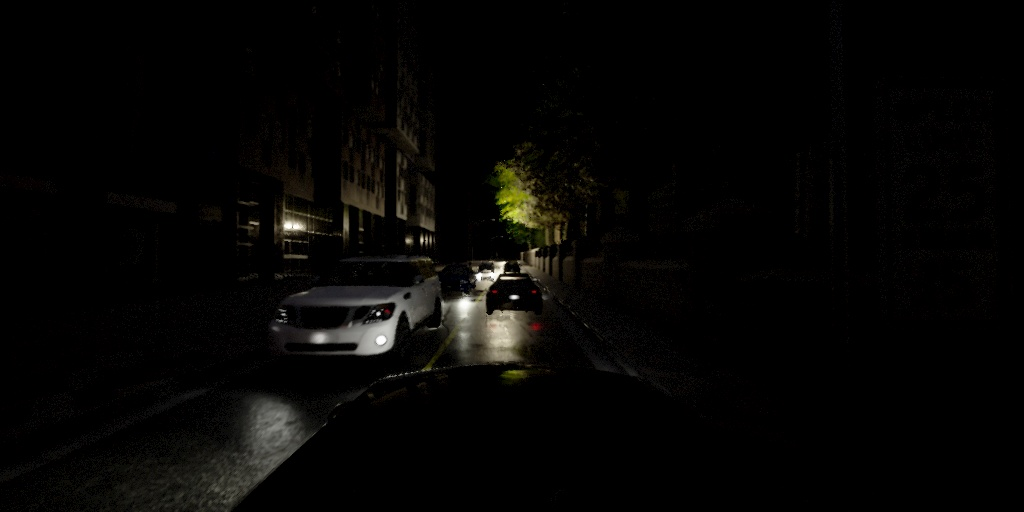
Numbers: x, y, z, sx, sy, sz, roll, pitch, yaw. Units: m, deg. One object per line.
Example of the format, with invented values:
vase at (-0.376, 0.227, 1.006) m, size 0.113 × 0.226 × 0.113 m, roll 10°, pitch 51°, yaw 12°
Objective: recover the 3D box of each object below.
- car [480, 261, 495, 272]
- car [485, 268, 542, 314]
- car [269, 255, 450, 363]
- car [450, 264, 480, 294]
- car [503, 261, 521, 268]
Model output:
car at (-3.123, 1.342, 45.124) m, size 1.895 × 1.301 × 4.718 m, roll 0°, pitch 0°, yaw 0°
car at (0.069, 1.327, 13.826) m, size 1.994 × 1.385 × 4.181 m, roll 0°, pitch 0°, yaw 0°
car at (-3.117, 0.984, 8.561) m, size 2.150 × 2.045 × 5.566 m, roll 0°, pitch 0°, yaw 0°
car at (-3.134, 1.247, 20.468) m, size 1.882 × 1.535 × 5.008 m, roll 0°, pitch 0°, yaw 0°
car at (-0.004, 1.273, 39.727) m, size 1.812 × 1.442 × 4.674 m, roll 0°, pitch 0°, yaw 0°
